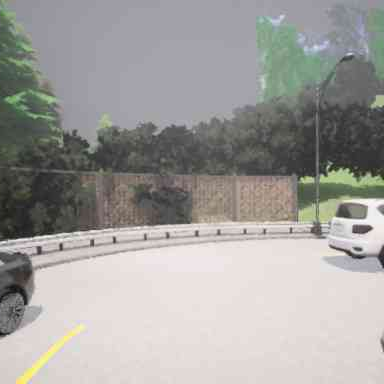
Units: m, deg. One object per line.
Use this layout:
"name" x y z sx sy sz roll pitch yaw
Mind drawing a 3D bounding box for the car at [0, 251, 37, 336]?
"car" -3.963 1.499 4.018 2.128 1.511 4.902 0 0 8

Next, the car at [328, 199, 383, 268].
"car" 7.190 1.238 10.449 5.566 2.045 2.150 0 -1 -5
